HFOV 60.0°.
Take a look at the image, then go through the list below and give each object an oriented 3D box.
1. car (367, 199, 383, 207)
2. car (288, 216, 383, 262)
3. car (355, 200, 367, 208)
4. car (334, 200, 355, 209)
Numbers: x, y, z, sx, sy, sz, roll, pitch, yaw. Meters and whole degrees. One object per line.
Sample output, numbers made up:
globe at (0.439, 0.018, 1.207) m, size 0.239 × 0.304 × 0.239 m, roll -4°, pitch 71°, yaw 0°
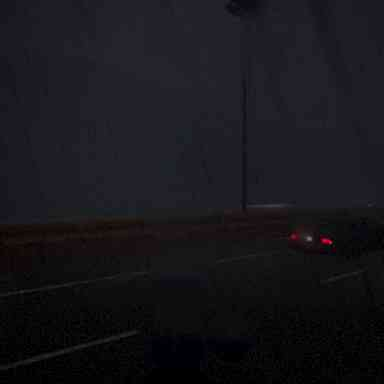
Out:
car at (24.528, 1.650, 41.150) m, size 5.008 × 1.535 × 1.882 m, roll 0°, pitch 0°, yaw -27°
car at (5.868, 1.598, 12.377) m, size 5.357 × 1.411 × 2.033 m, roll 0°, pitch 0°, yaw -36°
car at (24.989, 1.694, 45.283) m, size 4.892 × 1.490 × 1.837 m, roll 1°, pitch -1°, yaw -26°
car at (22.826, 1.795, 48.145) m, size 4.718 × 1.301 × 1.895 m, roll 0°, pitch 0°, yaw -27°
